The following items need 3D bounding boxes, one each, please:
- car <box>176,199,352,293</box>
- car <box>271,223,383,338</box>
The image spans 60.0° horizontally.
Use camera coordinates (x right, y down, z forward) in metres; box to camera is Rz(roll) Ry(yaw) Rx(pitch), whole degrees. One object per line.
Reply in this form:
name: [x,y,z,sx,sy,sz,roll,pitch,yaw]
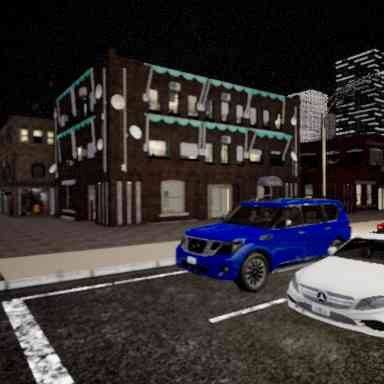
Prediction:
car: [2.249,1.224,9.271,5.566,2.045,2.150,0,0,-35]
car: [3.853,1.528,6.428,4.674,1.442,1.812,0,0,-36]
